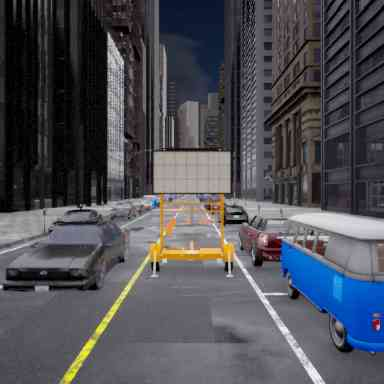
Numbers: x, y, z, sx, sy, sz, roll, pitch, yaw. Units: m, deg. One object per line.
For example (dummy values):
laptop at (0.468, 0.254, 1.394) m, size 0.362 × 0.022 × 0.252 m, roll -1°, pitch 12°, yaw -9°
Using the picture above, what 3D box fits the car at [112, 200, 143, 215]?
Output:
car at (-5.754, 1.558, 28.296) m, size 2.008 × 1.369 × 4.403 m, roll 0°, pitch 0°, yaw 0°

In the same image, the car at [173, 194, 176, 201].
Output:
car at (-5.741, 1.363, 78.781) m, size 2.192 × 1.841 × 5.009 m, roll 0°, pitch 0°, yaw 0°

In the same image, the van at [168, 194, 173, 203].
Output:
van at (-5.743, 1.383, 73.172) m, size 1.690 × 1.788 × 3.998 m, roll 0°, pitch 0°, yaw 0°

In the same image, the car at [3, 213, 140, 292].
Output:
car at (-2.997, 1.548, 9.308) m, size 2.033 × 1.411 × 5.357 m, roll 0°, pitch 0°, yaw 0°

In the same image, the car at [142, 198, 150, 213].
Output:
car at (-5.753, 1.593, 33.905) m, size 1.802 × 1.307 × 4.206 m, roll 0°, pitch 0°, yaw 0°

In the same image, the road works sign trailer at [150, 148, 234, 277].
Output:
road works sign trailer at (0.003, 0.465, 10.205) m, size 2.380 × 3.560 × 2.880 m, roll 0°, pitch 0°, yaw 0°

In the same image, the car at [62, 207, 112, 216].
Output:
car at (-5.757, 1.568, 17.077) m, size 1.947 × 1.339 × 4.313 m, roll 0°, pitch 0°, yaw 0°

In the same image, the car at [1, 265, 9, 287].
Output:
car at (-5.760, 1.315, 5.858) m, size 2.192 × 1.841 × 5.009 m, roll 0°, pitch 0°, yaw 0°

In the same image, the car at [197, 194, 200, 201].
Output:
car at (2.783, 1.357, 73.180) m, size 2.192 × 1.841 × 5.009 m, roll 0°, pitch 0°, yaw 0°

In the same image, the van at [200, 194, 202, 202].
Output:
van at (2.780, 1.374, 61.962) m, size 1.690 × 1.788 × 3.998 m, roll 0°, pitch 0°, yaw 0°

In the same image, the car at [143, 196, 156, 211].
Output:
car at (-5.752, 1.540, 39.345) m, size 1.752 × 1.417 × 4.829 m, roll 0°, pitch 0°, yaw 0°

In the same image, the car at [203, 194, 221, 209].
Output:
car at (2.774, 1.330, 39.525) m, size 2.192 × 1.841 × 5.009 m, roll 0°, pitch 0°, yaw 0°

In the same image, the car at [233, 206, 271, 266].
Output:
car at (2.767, 1.441, 11.480) m, size 1.967 × 1.590 × 4.097 m, roll 0°, pitch 0°, yaw 0°

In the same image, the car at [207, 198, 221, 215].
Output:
car at (2.772, 1.593, 33.916) m, size 1.802 × 1.307 × 4.206 m, roll 0°, pitch 0°, yaw 0°

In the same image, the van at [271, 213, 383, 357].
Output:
van at (2.765, 1.341, 5.871) m, size 1.690 × 1.788 × 3.998 m, roll 0°, pitch 0°, yaw 0°

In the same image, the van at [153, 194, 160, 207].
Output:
van at (-5.750, 1.360, 45.124) m, size 1.690 × 1.788 × 3.998 m, roll 0°, pitch 0°, yaw 0°

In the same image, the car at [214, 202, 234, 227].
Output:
car at (2.769, 1.570, 22.697) m, size 1.947 × 1.339 × 4.313 m, roll 0°, pitch 0°, yaw 0°

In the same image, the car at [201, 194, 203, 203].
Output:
car at (2.775, 1.334, 45.134) m, size 2.192 × 1.841 × 5.009 m, roll 0°, pitch 0°, yaw 0°

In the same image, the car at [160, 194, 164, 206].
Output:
car at (-5.748, 1.463, 50.734) m, size 1.967 × 1.590 × 4.097 m, roll 0°, pitch 0°, yaw 0°

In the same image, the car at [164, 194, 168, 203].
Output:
car at (-5.747, 1.343, 56.343) m, size 2.192 × 1.841 × 5.009 m, roll 0°, pitch 0°, yaw 0°
